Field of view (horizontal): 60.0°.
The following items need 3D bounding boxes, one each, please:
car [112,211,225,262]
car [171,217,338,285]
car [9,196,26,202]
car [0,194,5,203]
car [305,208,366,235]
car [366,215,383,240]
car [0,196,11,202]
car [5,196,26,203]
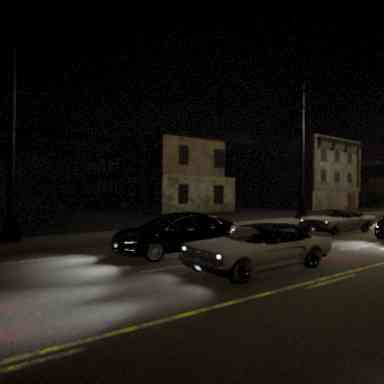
[{"bbox_3d":[-0.499,1.506,12.215,4.892,1.490,1.837,0,0,-35],"label":"car"},{"bbox_3d":[1.956,1.600,9.672,4.718,1.301,1.895,0,0,-36],"label":"car"},{"bbox_3d":[-39.051,1.603,74.560,1.853,1.218,4.536,1,0,-5],"label":"car"},{"bbox_3d":[-42.778,1.717,74.440,4.974,1.542,2.038,0,0,25],"label":"car"},{"bbox_3d":[7.977,1.564,18.234,4.718,1.301,1.895,0,0,-35],"label":"car"},{"bbox_3d":[10.527,1.466,15.751,4.892,1.490,1.837,0,0,-35],"label":"car"},{"bbox_3d":[-42.824,1.559,74.463,4.536,1.218,1.853,0,0,25],"label":"car"},{"bbox_3d":[-39.048,1.760,74.507,2.038,1.542,4.974,1,0,-5],"label":"car"}]
